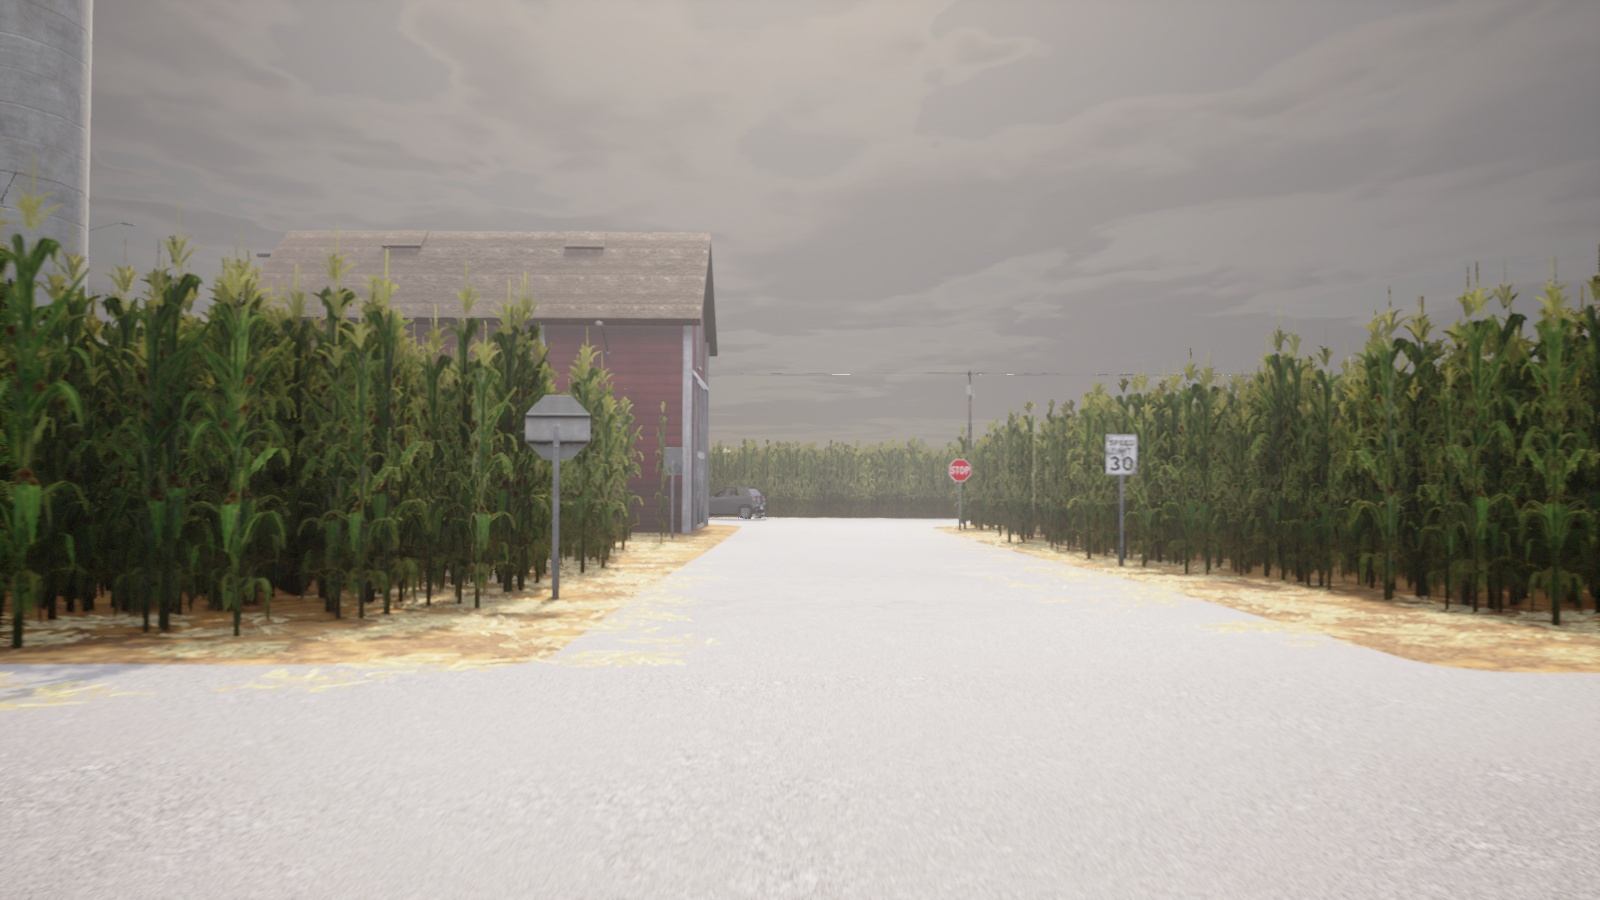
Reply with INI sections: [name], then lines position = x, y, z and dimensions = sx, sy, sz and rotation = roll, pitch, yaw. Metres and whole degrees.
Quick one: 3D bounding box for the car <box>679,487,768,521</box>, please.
[car]
position = -3.505, 2.473, 57.531
dimensions = 3.633, 1.501, 1.845
rotation = -1, -2, 18
